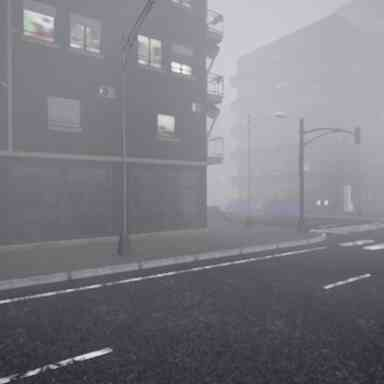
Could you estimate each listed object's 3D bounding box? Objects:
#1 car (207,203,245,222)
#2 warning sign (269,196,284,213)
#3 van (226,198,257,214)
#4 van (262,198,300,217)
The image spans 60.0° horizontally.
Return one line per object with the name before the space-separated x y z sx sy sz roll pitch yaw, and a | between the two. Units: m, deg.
car | 2.238 1.838 28.953 1.802 1.307 4.206 -1 0 -36
warning sign | 9.477 1.343 37.251 1.300 1.860 1.060 1 0 -36
van | 5.672 1.624 38.382 1.690 1.788 3.998 -1 0 -36
van | 8.982 1.550 33.863 1.690 1.788 3.998 -1 0 -36
